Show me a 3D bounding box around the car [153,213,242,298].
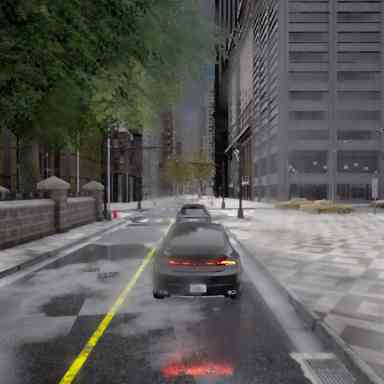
[{"bbox_3d":[0.114,1.508,8.471,1.837,1.490,4.892,0,0,0],"label":"car"}]

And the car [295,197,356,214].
[{"bbox_3d":[12.411,1.343,30.527,4.829,1.417,1.752,-1,1,0],"label":"car"}]

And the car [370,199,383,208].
[{"bbox_3d":[23.452,1.146,38.988,4.829,1.417,1.752,-1,1,0],"label":"car"}]

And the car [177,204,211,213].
[{"bbox_3d":[0.101,1.441,18.601,2.033,1.649,4.856,0,0,1],"label":"car"}]

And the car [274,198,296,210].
[{"bbox_3d":[12.111,1.330,39.054,4.829,1.417,1.752,-1,1,0],"label":"car"}]
